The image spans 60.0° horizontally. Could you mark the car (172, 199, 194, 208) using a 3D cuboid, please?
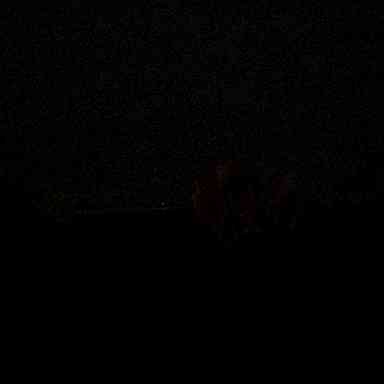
[{"bbox_3d":[-0.644,2.078,60.219,2.033,1.411,5.357,-1,-1,36],"label":"car"}]

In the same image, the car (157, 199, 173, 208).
[{"bbox_3d":[-4.329,2.084,61.264,1.837,1.490,4.892,-1,-2,36],"label":"car"}]
